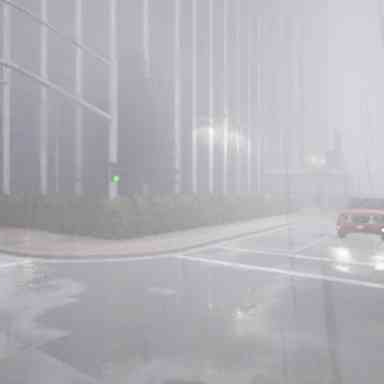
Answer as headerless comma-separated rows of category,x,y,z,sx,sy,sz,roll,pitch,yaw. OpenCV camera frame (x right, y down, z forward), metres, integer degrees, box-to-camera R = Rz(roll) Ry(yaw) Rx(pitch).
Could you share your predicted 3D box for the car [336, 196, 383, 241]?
car,9.070,1.216,17.097,2.150,2.045,5.566,0,0,35
